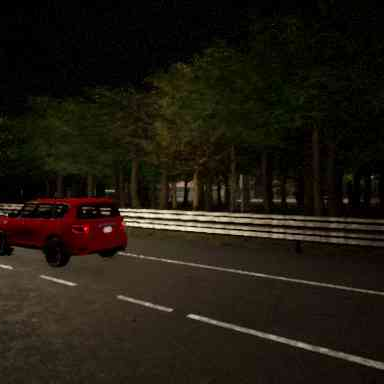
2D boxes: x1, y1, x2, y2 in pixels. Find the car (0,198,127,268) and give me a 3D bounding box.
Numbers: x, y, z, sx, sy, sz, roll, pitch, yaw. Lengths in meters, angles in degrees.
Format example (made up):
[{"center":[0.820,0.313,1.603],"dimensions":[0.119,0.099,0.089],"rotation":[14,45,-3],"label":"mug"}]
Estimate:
[{"center":[-4.703,1.226,11.535],"dimensions":[5.566,2.045,2.150],"rotation":[0,0,36],"label":"car"}]
